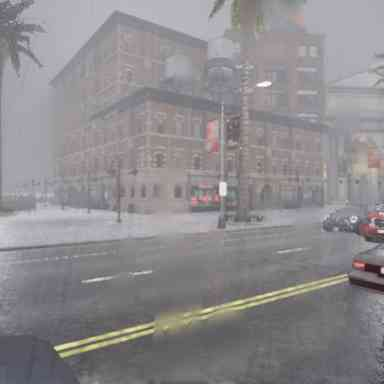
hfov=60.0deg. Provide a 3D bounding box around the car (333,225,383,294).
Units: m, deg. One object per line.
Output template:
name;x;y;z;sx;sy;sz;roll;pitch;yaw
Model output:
car;5.847;1.595;7.870;5.357;1.411;2.033;0;0;-35

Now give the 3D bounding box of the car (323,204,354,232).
car;9.652;1.450;19.313;4.553;1.767;2.097;0;0;-35

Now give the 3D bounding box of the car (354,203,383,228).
car;10.144;1.312;15.391;5.566;2.045;2.150;1;0;-35

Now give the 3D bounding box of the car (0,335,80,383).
car;-3.179;1.538;1.418;5.357;1.411;2.033;0;0;-37
